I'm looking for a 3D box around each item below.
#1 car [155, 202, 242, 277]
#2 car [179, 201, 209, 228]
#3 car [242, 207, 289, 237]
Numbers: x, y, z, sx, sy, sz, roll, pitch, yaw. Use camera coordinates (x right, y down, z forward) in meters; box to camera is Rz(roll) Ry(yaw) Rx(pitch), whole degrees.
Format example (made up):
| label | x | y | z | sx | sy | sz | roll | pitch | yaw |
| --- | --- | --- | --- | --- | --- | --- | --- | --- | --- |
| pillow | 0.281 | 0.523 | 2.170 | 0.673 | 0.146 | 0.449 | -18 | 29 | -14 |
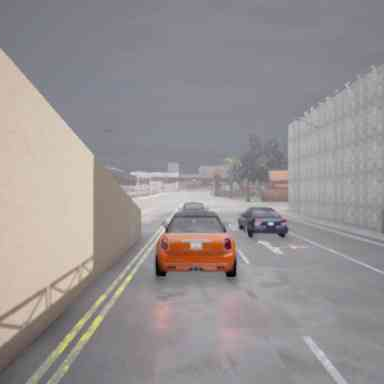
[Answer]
| label | x | y | z | sx | sy | sz | roll | pitch | yaw |
| --- | --- | --- | --- | --- | --- | --- | --- | --- | --- |
| car | 0.103 | 1.330 | 10.282 | 2.097 | 1.767 | 4.553 | 0 | 0 | 0 |
| car | 0.106 | 1.456 | 22.777 | 1.837 | 1.490 | 4.892 | 0 | 1 | 0 |
| car | 3.607 | 1.508 | 17.732 | 2.033 | 1.411 | 5.357 | 0 | 0 | 0 |
